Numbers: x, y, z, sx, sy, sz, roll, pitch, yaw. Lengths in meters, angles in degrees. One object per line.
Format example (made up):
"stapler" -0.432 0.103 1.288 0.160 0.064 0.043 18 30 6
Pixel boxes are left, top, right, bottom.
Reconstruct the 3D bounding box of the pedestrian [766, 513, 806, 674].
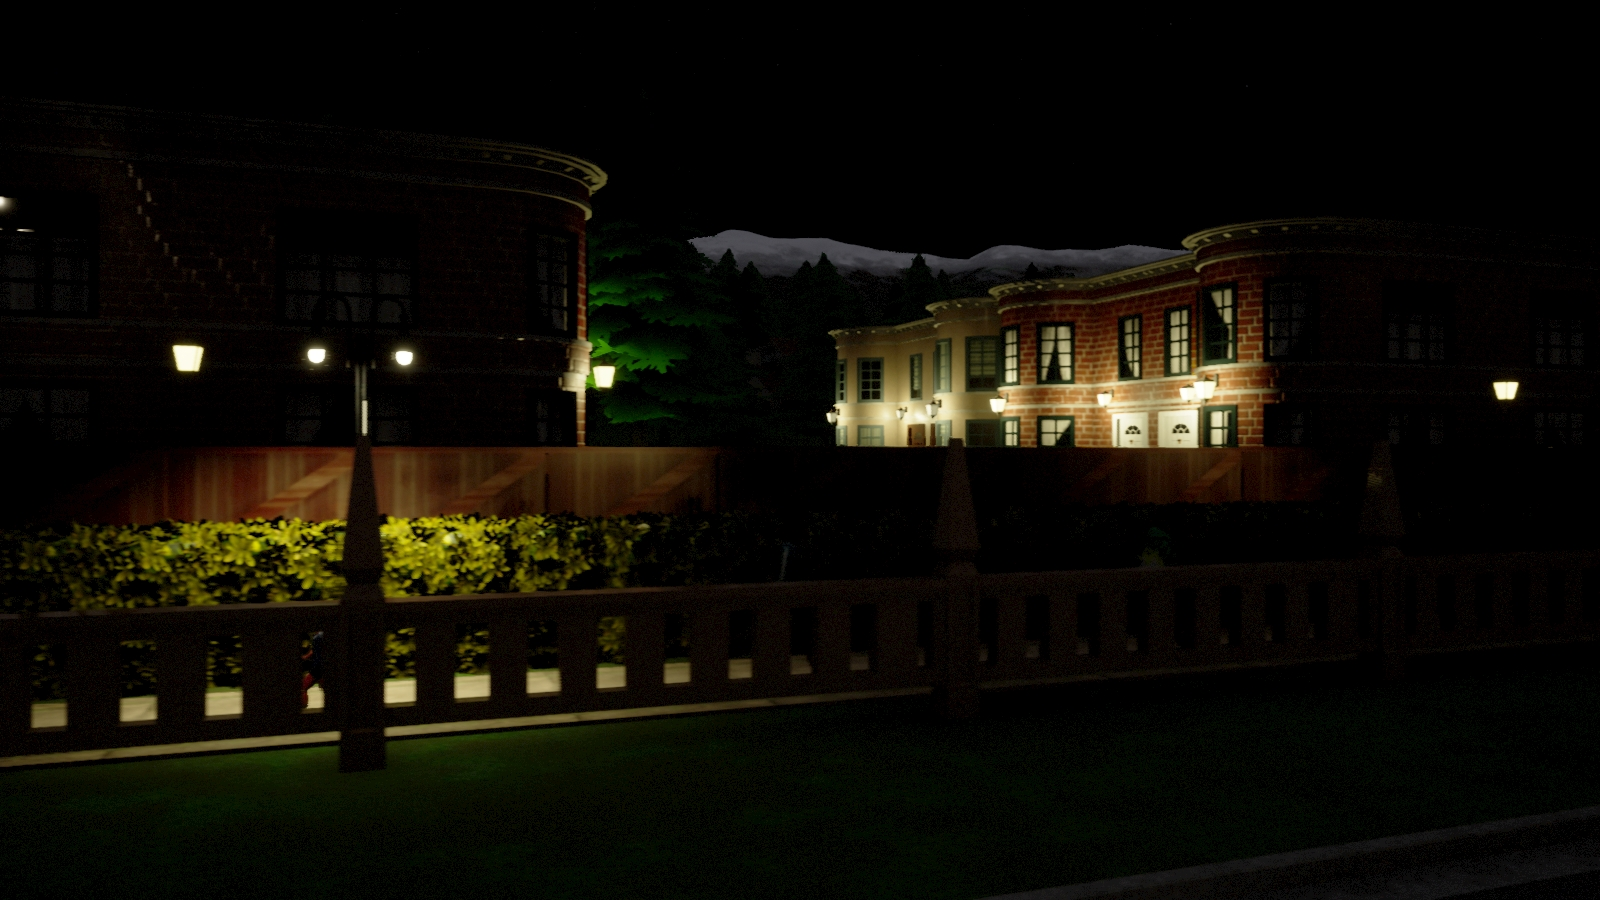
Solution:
"pedestrian" -0.171 1.696 13.639 0.375 1.860 0.375 0 0 -20

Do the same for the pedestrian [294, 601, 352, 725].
"pedestrian" -4.691 2.077 11.252 0.500 1.100 0.500 0 0 -19

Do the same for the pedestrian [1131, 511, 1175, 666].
"pedestrian" 4.373 1.699 14.162 0.375 1.860 0.375 0 0 -20
